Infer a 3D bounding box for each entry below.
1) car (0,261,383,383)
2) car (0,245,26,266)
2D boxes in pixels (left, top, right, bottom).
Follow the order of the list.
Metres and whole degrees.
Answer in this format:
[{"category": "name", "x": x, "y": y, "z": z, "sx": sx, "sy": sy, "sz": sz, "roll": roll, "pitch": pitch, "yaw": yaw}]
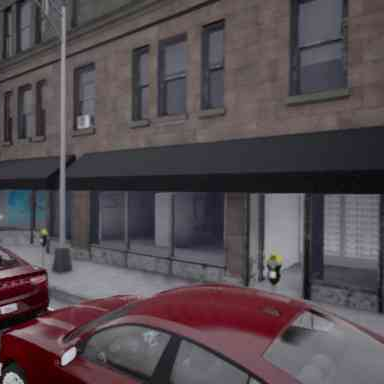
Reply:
[{"category": "car", "x": 0.008, "y": 1.551, "z": 2.944, "sx": 4.507, "sy": 1.381, "sz": 1.887, "roll": 0, "pitch": 1, "yaw": 36}, {"category": "car", "x": -4.474, "y": 1.572, "z": 6.141, "sx": 4.507, "sy": 1.381, "sz": 1.887, "roll": 0, "pitch": 1, "yaw": 36}]
